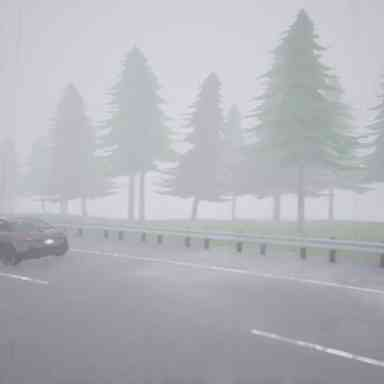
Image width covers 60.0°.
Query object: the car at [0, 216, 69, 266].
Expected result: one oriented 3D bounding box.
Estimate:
[{"bbox_3d":[-6.224,1.514,11.327,4.181,1.385,1.994,0,0,28],"label":"car"}]
